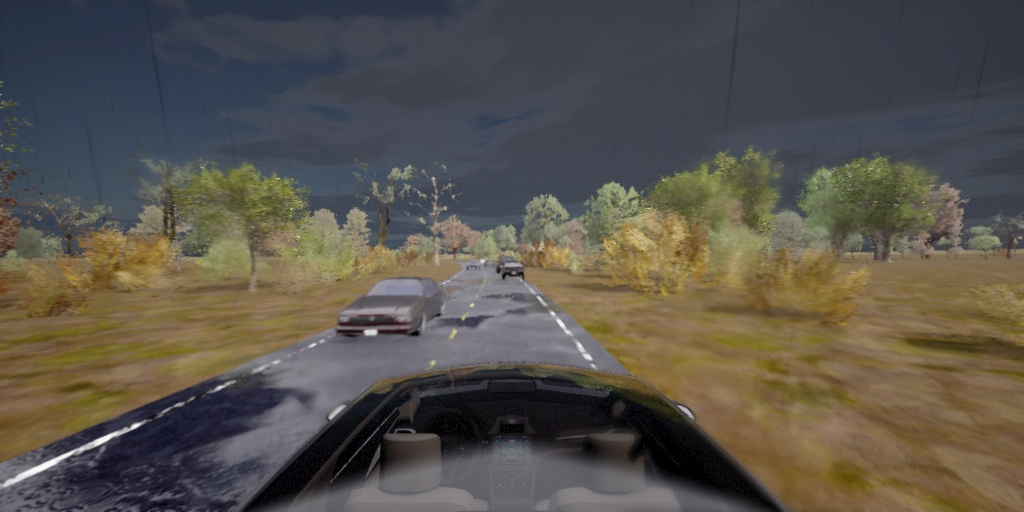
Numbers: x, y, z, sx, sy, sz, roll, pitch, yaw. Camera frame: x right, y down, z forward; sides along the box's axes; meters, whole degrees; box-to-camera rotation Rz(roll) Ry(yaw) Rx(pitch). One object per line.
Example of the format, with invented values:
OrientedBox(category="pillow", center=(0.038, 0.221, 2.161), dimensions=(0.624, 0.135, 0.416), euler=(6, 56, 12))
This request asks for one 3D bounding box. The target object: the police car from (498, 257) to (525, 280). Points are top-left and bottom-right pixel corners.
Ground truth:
OrientedBox(category="police car", center=(0.023, 1.204, 32.236), dimensions=(1.930, 1.638, 5.238), euler=(0, 0, -3))

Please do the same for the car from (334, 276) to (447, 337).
OrientedBox(category="car", center=(-3.172, 1.320, 10.635), dimensions=(2.033, 1.411, 5.357), euler=(0, 0, -1))

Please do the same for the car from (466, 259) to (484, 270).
OrientedBox(category="car", center=(-5.707, 1.185, 53.689), dimensions=(2.097, 1.767, 4.553), euler=(0, 0, -5))

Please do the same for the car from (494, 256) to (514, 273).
OrientedBox(category="car", center=(-0.677, 1.017, 42.181), dimensions=(2.150, 2.045, 5.566), euler=(0, 0, -5))
